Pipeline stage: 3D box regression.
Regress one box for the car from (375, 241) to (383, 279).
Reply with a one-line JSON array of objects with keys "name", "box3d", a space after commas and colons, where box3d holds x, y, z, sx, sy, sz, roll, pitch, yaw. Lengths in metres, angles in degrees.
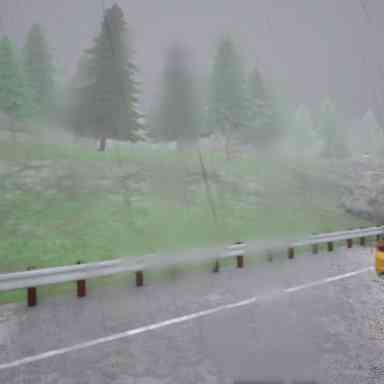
[{"name": "car", "box3d": [6.629, 1.477, 8.475, 5.008, 1.535, 1.882, 0, 0, -35]}]
